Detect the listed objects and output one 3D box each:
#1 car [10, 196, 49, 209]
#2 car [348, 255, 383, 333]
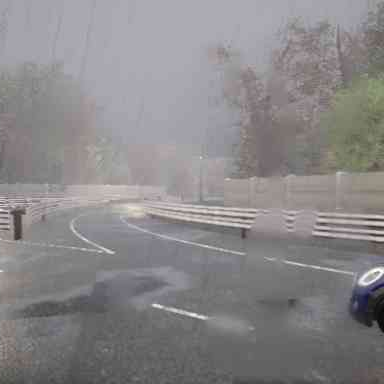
[{"bbox_3d":[-19.797,1.315,40.910,1.837,1.490,4.892,0,0,43],"label":"car"},{"bbox_3d":[4.743,1.304,4.678,4.553,1.767,2.097,0,1,36],"label":"car"}]
